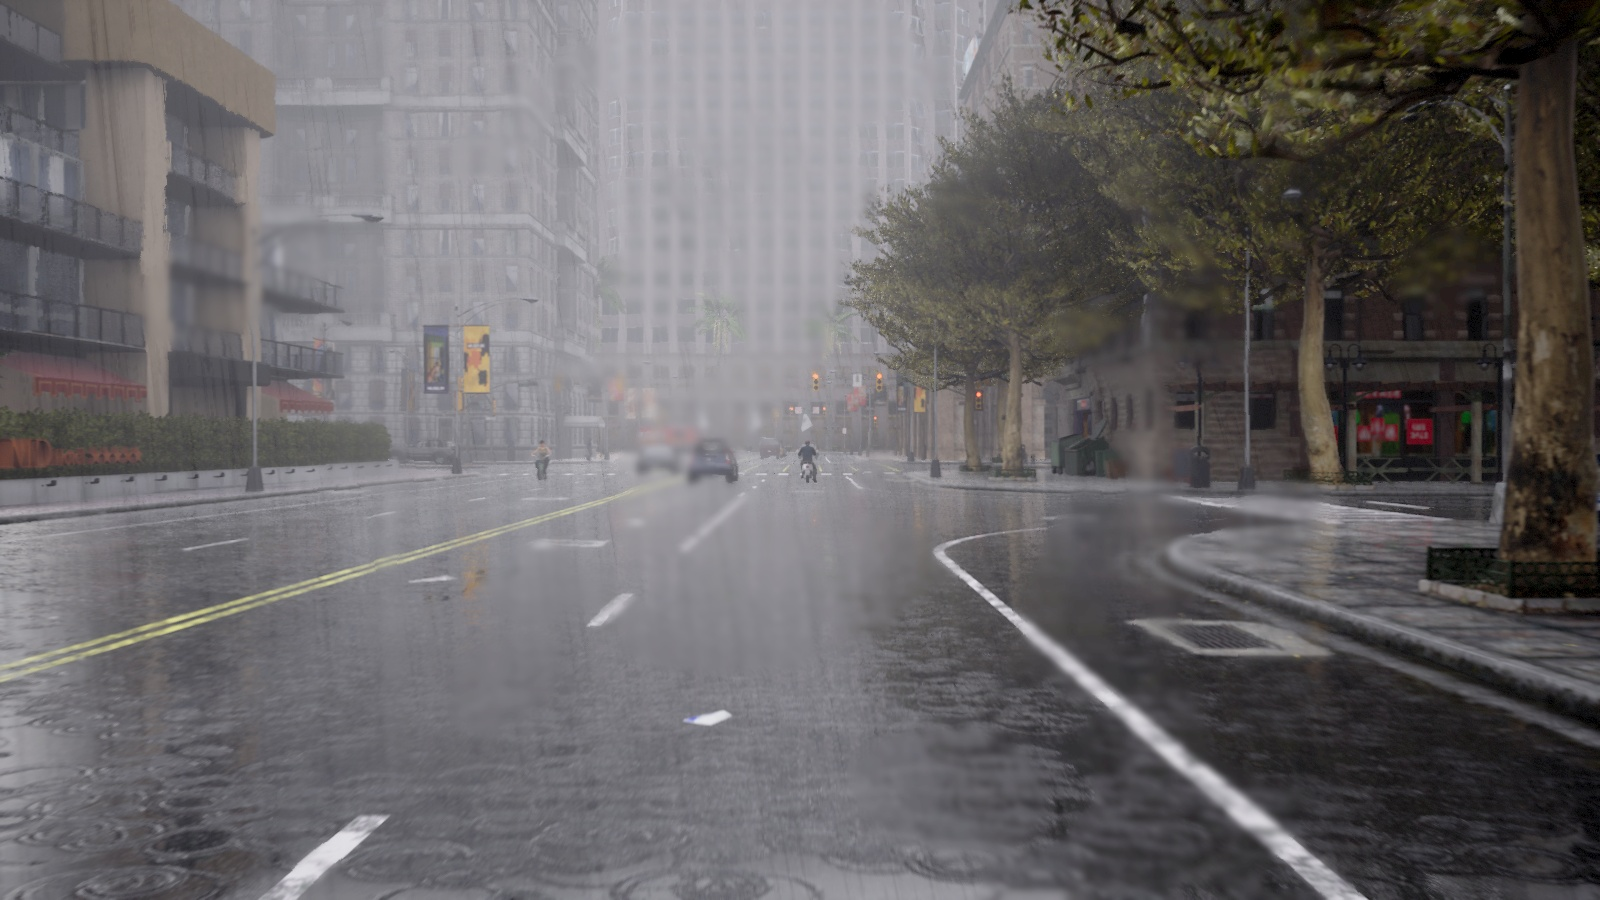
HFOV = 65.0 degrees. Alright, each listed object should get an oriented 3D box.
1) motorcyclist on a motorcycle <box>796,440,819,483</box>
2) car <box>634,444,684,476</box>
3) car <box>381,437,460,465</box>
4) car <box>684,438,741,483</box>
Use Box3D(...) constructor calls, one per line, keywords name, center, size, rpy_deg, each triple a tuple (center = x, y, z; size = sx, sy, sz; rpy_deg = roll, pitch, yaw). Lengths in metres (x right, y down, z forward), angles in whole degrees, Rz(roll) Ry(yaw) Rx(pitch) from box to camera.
Box3D(name="motorcyclist on a motorcycle", center=(0.282, 0.434, 47.203), size=(0.866, 1.590, 1.817), rpy_deg=(0, 0, 0))
Box3D(name="car", center=(-6.649, 0.431, 59.542), size=(1.812, 1.442, 4.674), rpy_deg=(0, 0, 0))
Box3D(name="car", center=(-25.145, 0.073, 83.314), size=(4.605, 1.855, 1.932), rpy_deg=(0, 0, -1))
Box3D(name="car", center=(-3.219, 0.378, 46.917), size=(1.851, 1.617, 3.988), rpy_deg=(0, 0, 0))
